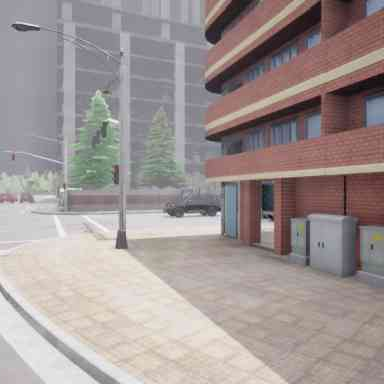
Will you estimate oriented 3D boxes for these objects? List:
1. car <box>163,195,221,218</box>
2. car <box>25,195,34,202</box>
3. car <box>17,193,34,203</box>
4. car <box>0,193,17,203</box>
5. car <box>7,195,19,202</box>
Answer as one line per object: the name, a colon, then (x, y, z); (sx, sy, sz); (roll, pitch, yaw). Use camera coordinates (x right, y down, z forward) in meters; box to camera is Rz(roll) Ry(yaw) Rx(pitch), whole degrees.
car: (0.124, 1.277, 31.329); (5.566, 2.045, 2.150); (0, 0, -22)
car: (-38.721, 1.524, 79.253); (1.812, 1.442, 4.674); (0, 0, -23)
car: (-34.599, 1.225, 69.503); (2.150, 2.045, 5.566); (0, 0, -23)
car: (-37.966, 1.225, 68.479); (2.150, 2.045, 5.566); (0, 0, -23)
car: (-42.107, 1.540, 78.274); (2.033, 1.411, 5.357); (0, 0, -23)
